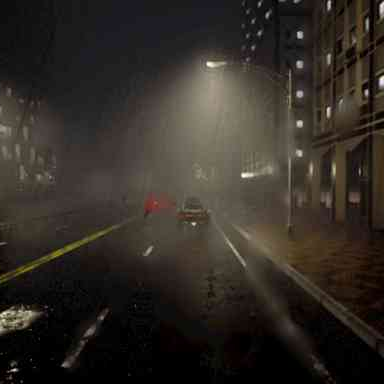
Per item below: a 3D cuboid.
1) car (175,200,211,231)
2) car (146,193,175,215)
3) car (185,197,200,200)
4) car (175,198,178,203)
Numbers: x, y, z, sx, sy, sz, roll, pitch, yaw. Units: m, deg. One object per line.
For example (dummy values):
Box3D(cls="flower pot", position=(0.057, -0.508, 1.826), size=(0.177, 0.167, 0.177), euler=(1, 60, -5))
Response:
Box3D(cls="car", position=(0.100, 1.466, 20.314), size=(1.837, 1.490, 4.892), euler=(0, 0, 0))
Box3D(cls="car", position=(-3.152, 1.156, 32.444), size=(2.150, 2.045, 5.566), euler=(0, 0, 0))
Box3D(cls="car", position=(0.098, 1.386, 44.428), size=(1.882, 1.535, 5.008), euler=(0, 0, 0))
Box3D(cls="car", position=(-3.153, 1.492, 50.693), size=(1.895, 1.301, 4.718), euler=(0, 0, 0))
